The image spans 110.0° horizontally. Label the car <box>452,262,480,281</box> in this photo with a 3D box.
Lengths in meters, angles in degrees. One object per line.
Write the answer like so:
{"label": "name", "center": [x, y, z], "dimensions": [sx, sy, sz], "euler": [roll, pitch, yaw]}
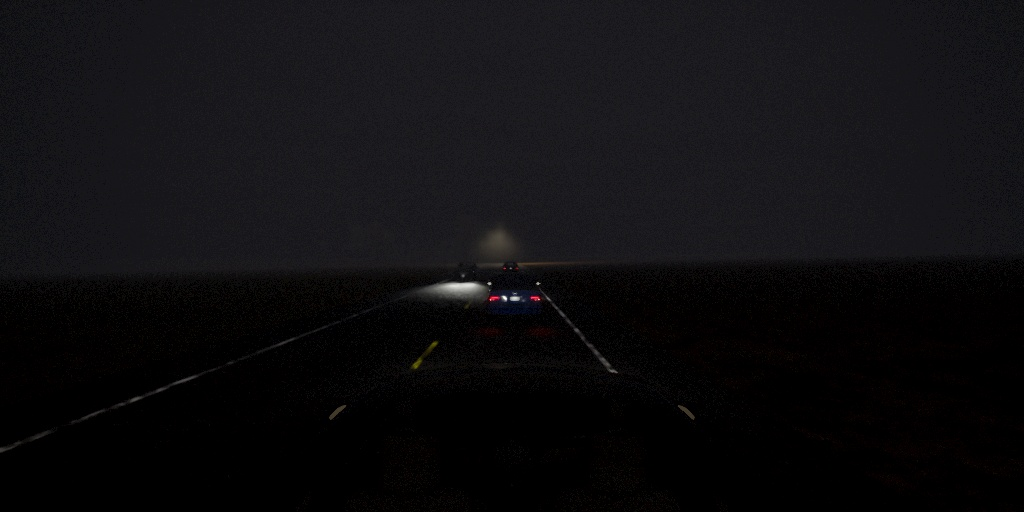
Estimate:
{"label": "car", "center": [-3.749, 1.253, 29.838], "dimensions": [2.128, 1.511, 4.902], "euler": [0, 0, -1]}

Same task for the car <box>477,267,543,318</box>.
{"label": "car", "center": [0.072, 1.300, 13.017], "dimensions": [2.033, 1.411, 5.357], "euler": [0, 0, 0]}

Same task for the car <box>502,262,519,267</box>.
{"label": "car", "center": [-0.160, 1.318, 39.133], "dimensions": [2.033, 1.411, 5.357], "euler": [0, 0, -1]}
